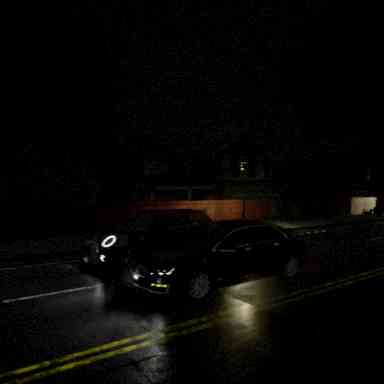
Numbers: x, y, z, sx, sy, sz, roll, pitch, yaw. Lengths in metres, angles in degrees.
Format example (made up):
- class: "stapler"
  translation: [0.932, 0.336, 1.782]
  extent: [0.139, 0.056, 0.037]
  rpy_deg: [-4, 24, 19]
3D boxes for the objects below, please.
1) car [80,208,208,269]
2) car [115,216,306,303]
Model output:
- class: "car"
  translation: [-1.195, 1.341, 10.816]
  extent: [4.553, 1.767, 2.097]
  rpy_deg: [0, 0, -35]
- class: "car"
  translation: [0.822, 1.494, 8.263]
  extent: [4.892, 1.490, 1.837]
  rpy_deg: [0, 0, -35]
